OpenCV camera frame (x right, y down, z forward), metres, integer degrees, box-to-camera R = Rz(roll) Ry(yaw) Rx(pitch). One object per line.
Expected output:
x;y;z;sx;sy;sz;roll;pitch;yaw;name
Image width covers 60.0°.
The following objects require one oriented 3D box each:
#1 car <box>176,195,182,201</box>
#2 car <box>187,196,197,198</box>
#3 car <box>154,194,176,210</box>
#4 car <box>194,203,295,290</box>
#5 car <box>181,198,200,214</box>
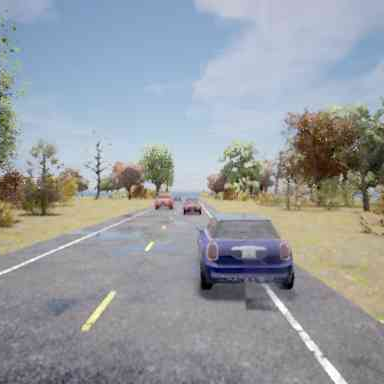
-3.523;1.644;84.278;1.837;1.490;4.892;0;0;0;car
0.000;1.388;46.848;2.097;1.767;4.553;0;0;0;car
-3.604;1.249;43.564;2.150;2.045;5.566;0;0;0;car
1.221;1.345;9.247;2.097;1.767;4.553;0;0;0;car
0.051;1.610;35.217;1.895;1.301;4.718;0;0;0;car
